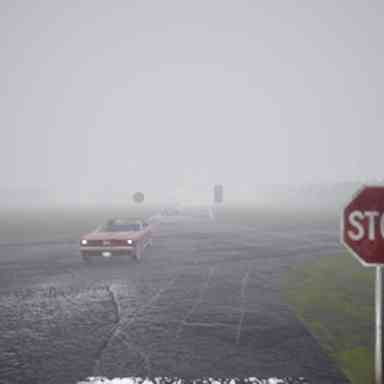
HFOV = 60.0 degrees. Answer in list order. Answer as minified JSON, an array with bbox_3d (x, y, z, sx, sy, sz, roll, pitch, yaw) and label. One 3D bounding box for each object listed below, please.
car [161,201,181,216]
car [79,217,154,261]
[{"bbox_3d":[-2.117,1.692,34.981,1.812,1.442,4.674,0,0,2],"label":"car"},{"bbox_3d":[-2.653,1.668,12.633,1.895,1.301,4.718,-1,0,1],"label":"car"}]
